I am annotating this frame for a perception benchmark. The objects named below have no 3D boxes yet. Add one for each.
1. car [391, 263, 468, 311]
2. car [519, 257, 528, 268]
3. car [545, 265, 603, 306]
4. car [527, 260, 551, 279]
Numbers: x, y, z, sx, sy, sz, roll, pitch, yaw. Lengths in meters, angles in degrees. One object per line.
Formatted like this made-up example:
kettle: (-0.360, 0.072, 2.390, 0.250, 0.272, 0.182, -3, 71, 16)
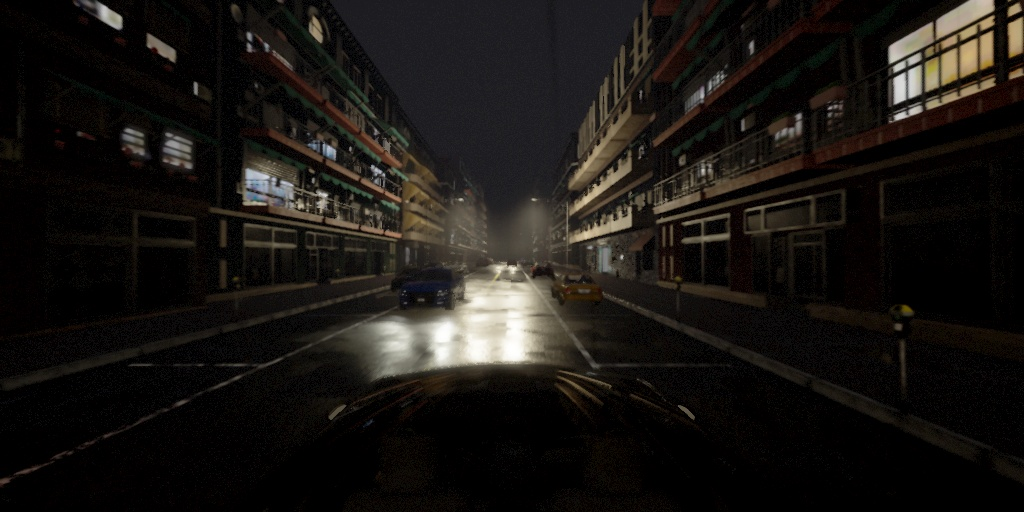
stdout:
car: (-3.085, 1.227, 14.686, 1.882, 1.535, 5.008, 0, 0, 0)
car: (2.687, 1.343, 60.844, 2.007, 1.370, 4.403, 0, 0, 0)
car: (2.690, 1.275, 15.700, 1.751, 1.417, 4.829, 0, 0, 0)
car: (2.689, 1.198, 32.522, 1.967, 1.591, 4.097, 0, 0, 0)
